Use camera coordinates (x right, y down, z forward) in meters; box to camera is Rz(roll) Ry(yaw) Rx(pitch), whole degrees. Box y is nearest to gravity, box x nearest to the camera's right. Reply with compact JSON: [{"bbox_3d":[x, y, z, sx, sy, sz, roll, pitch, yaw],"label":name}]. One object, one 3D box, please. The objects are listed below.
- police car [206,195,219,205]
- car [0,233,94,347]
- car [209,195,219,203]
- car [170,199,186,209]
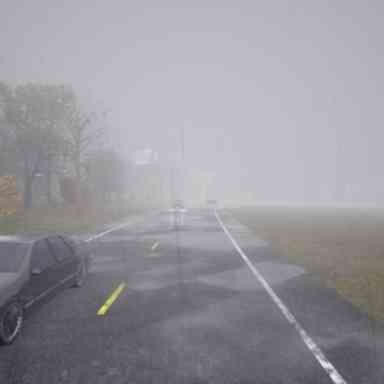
[{"bbox_3d":[3.815,1.741,64.828,1.930,1.638,5.238,0,0,5],"label":"police car"},{"bbox_3d":[-3.549,1.578,6.618,2.033,1.411,5.357,0,0,1],"label":"car"},{"bbox_3d":[5.295,1.683,80.628,2.150,2.045,5.566,0,-1,6],"label":"car"},{"bbox_3d":[-1.998,1.731,48.399,1.837,1.490,4.892,0,-1,4],"label":"car"}]
